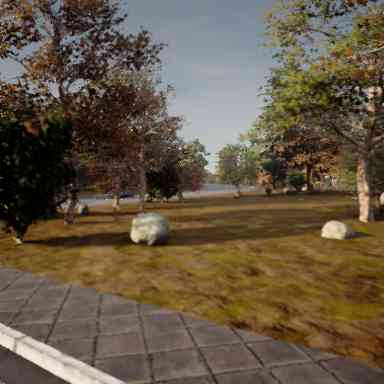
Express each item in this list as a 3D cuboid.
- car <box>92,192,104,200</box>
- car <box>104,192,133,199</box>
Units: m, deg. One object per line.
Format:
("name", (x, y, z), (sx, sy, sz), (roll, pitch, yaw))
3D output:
("car", (-16.452, 0.693, 62.890), (1.895, 1.301, 4.718), (0, 3, 39))
("car", (-13.183, 0.642, 61.388), (1.895, 1.301, 4.718), (0, 3, 39))
